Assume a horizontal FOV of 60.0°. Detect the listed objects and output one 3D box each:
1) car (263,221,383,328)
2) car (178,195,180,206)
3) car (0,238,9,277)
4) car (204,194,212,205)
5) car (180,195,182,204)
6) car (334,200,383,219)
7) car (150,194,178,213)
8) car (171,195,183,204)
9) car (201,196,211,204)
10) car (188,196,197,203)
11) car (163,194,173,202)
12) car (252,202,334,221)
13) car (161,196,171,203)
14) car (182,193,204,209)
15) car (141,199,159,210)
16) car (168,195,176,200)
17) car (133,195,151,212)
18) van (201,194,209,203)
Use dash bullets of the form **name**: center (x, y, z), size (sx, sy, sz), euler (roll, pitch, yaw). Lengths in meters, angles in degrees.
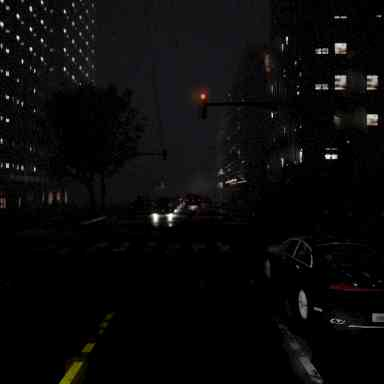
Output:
- **car**: center (2.699, 1.551, 6.908), size (2.008, 1.369, 4.403), euler (0, 0, 0)
- **car**: center (-3.031, 1.505, 46.132), size (1.882, 1.535, 5.008), euler (0, 0, 0)
- **car**: center (-5.681, 1.545, 6.919), size (1.887, 1.381, 4.507), euler (0, 0, 0)
- **car**: center (2.774, 1.610, 61.387), size (1.947, 1.339, 4.313), euler (0, 0, 0)
- **car**: center (-3.017, 1.563, 55.440), size (1.812, 1.442, 4.674), euler (0, 0, 1)
- **car**: center (13.462, 1.350, 26.299), size (4.403, 1.369, 2.008), euler (-1, 1, 0)
- **car**: center (-3.048, 1.371, 37.042), size (2.097, 1.767, 4.553), euler (0, 0, 0)
- **car**: center (-2.945, 1.402, 65.864), size (2.097, 1.767, 4.553), euler (0, 0, 1)
- **car**: center (2.782, 1.577, 67.080), size (1.752, 1.417, 4.829), euler (0, 0, 0)
- **car**: center (0.101, 1.584, 71.750), size (1.812, 1.442, 4.674), euler (0, 0, 0)
- **car**: center (-5.584, 1.385, 77.967), size (2.192, 1.841, 5.009), euler (0, 0, 0)
- **car**: center (7.082, 1.462, 24.317), size (5.357, 1.411, 2.033), euler (-2, 0, 9)
- **car**: center (-5.592, 1.627, 72.445), size (1.947, 1.339, 4.313), euler (0, 0, 0)
- **car**: center (0.156, 1.250, 46.641), size (2.150, 2.045, 5.566), euler (0, 0, 0)
- **car**: center (-5.630, 1.592, 44.831), size (1.947, 1.339, 4.313), euler (0, 0, 0)
- **car**: center (-5.561, 1.654, 94.536), size (2.008, 1.369, 4.403), euler (0, 0, 0)
- **car**: center (-5.637, 1.336, 39.308), size (2.192, 1.841, 5.009), euler (0, 0, 0)
- **van**: center (2.789, 1.402, 72.434), size (1.690, 1.788, 3.998), euler (0, 0, 0)
